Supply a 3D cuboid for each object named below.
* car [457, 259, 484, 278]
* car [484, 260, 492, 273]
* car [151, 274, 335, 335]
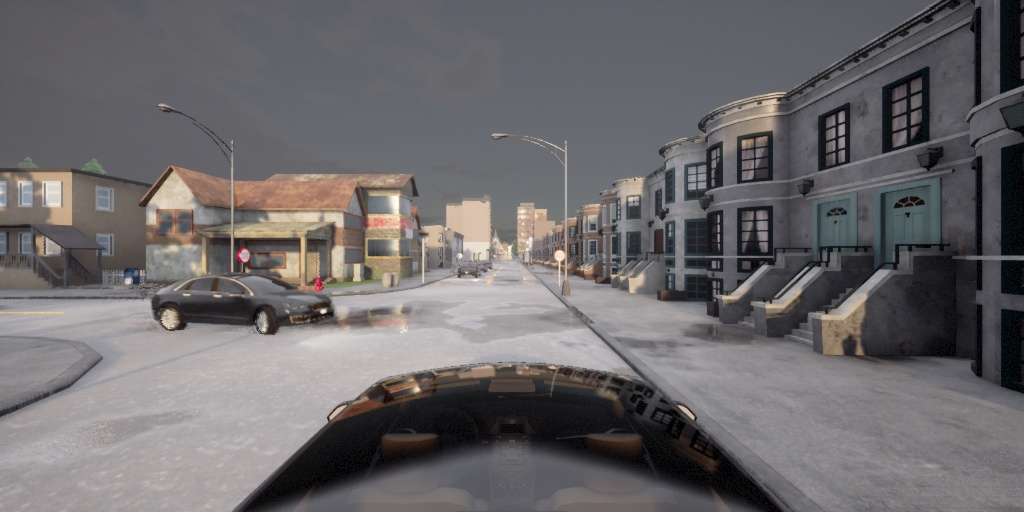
[{"bbox_3d":[-4.015,1.255,34.195,1.837,1.490,4.892,0,0,0],"label":"car"},{"bbox_3d":[-3.980,1.242,43.570,2.128,1.511,4.902,0,0,0],"label":"car"},{"bbox_3d":[-7.475,1.256,10.099,4.892,1.490,1.837,0,-1,10],"label":"car"}]
